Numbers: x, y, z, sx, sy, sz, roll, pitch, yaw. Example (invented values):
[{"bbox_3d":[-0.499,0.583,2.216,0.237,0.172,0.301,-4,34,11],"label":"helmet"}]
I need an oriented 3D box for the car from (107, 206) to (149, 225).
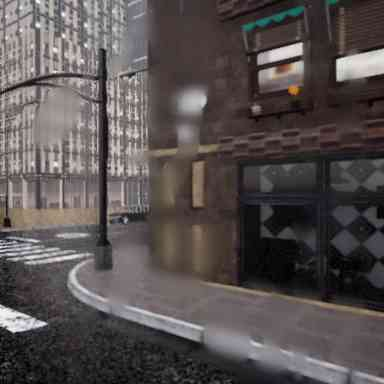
[{"bbox_3d":[-4.948,1.852,26.906,2.008,1.369,4.403,-1,-2,35],"label":"car"}]
